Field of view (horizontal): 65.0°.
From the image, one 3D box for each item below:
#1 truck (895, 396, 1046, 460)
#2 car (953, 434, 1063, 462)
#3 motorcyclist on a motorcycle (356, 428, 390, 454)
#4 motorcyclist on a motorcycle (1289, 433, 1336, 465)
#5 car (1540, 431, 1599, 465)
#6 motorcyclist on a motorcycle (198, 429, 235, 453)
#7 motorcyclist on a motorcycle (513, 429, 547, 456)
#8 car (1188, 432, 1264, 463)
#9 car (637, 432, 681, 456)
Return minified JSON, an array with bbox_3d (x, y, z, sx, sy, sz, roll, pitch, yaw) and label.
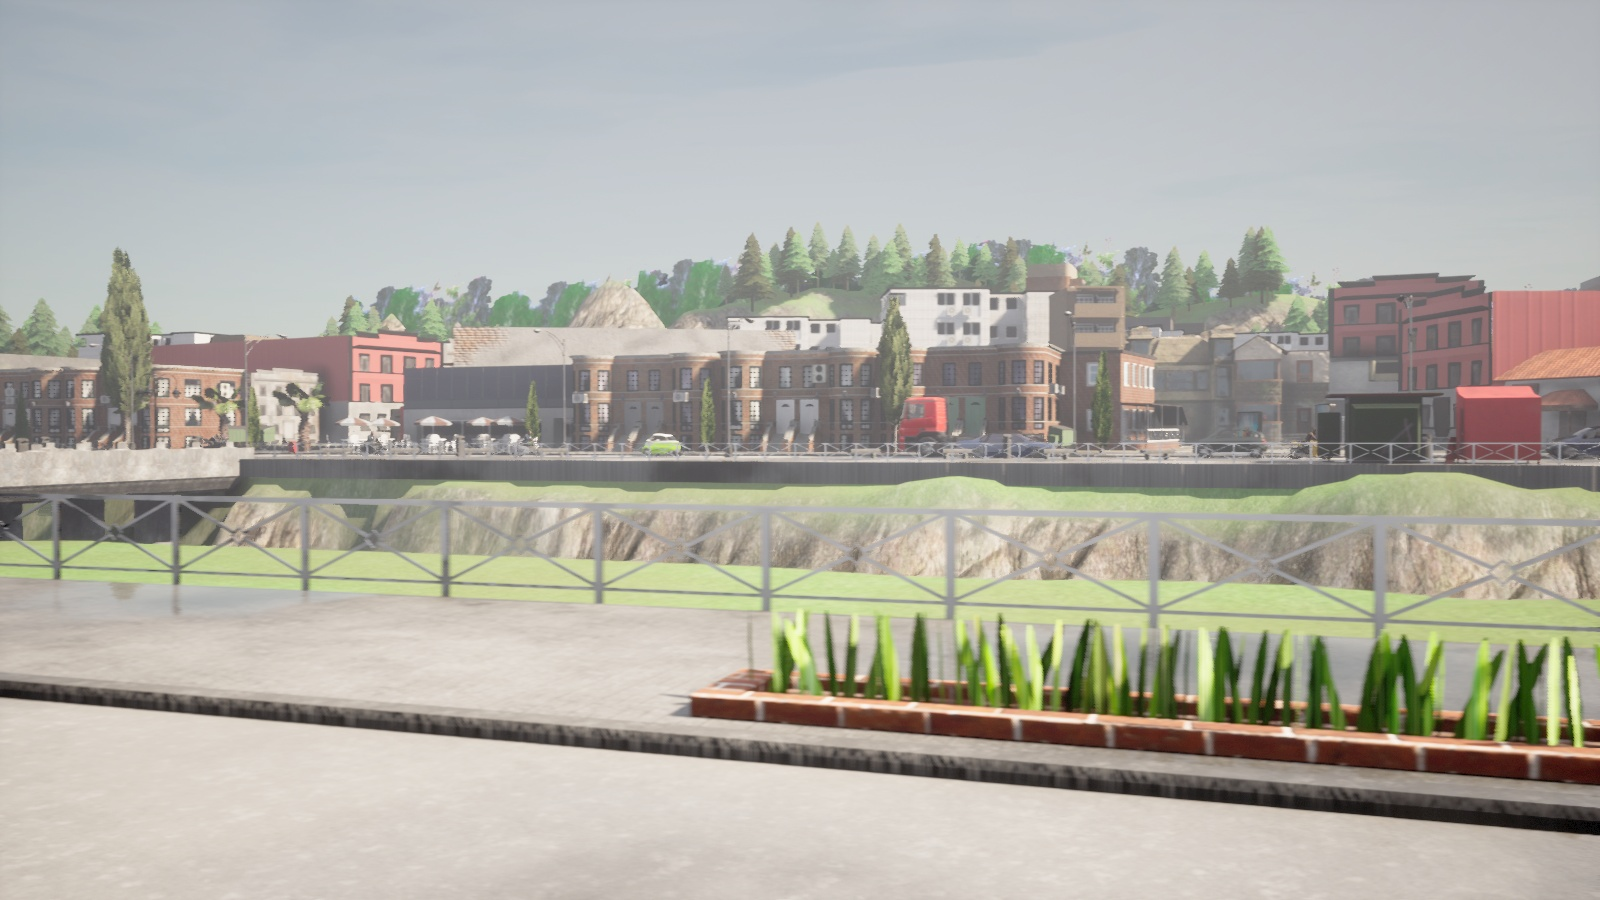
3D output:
[{"bbox_3d":[9.478,-1.237,69.823,7.936,3.462,2.891,1,1,19],"label":"truck"},{"bbox_3d":[10.811,-0.128,65.171,5.357,1.411,2.033,1,1,19],"label":"car"},{"bbox_3d":[-26.405,-0.561,77.667,1.817,1.590,0.866,1,1,19],"label":"motorcyclist on a motorcycle"},{"bbox_3d":[24.670,-0.068,60.515,2.044,1.523,0.797,1,1,19],"label":"motorcyclist on a motorcycle"},{"bbox_3d":[37.987,-0.098,60.261,3.988,1.617,1.851,1,1,19],"label":"car"},{"bbox_3d":[-37.852,-0.584,81.510,2.191,1.530,0.866,1,1,19],"label":"motorcyclist on a motorcycle"},{"bbox_3d":[-15.934,-0.466,74.151,1.817,1.590,0.866,1,1,19],"label":"motorcyclist on a motorcycle"},{"bbox_3d":[22.234,-0.161,65.552,3.705,1.549,1.789,1,1,19],"label":"car"},{"bbox_3d":[-8.538,-0.365,75.887,2.207,1.376,1.481,1,1,19],"label":"car"}]
